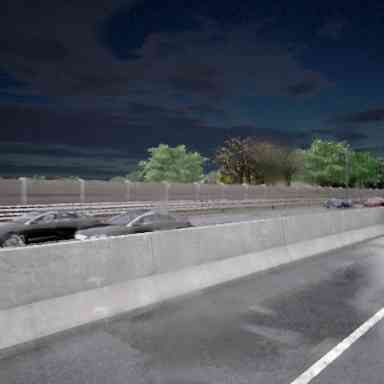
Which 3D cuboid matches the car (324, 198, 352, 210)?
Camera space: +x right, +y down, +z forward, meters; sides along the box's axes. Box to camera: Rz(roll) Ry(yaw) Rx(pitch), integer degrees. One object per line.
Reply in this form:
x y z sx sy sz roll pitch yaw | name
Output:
19.628 1.565 44.424 5.357 1.411 2.033 0 0 -45 | car

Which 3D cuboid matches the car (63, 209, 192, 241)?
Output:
-2.107 1.474 13.021 4.902 1.511 2.128 0 0 -45 | car

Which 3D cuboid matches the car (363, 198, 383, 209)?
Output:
24.388 1.503 44.206 5.008 1.535 1.882 0 0 -45 | car

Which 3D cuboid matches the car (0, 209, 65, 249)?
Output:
-6.174 1.486 13.917 4.902 1.511 2.128 0 0 -45 | car
